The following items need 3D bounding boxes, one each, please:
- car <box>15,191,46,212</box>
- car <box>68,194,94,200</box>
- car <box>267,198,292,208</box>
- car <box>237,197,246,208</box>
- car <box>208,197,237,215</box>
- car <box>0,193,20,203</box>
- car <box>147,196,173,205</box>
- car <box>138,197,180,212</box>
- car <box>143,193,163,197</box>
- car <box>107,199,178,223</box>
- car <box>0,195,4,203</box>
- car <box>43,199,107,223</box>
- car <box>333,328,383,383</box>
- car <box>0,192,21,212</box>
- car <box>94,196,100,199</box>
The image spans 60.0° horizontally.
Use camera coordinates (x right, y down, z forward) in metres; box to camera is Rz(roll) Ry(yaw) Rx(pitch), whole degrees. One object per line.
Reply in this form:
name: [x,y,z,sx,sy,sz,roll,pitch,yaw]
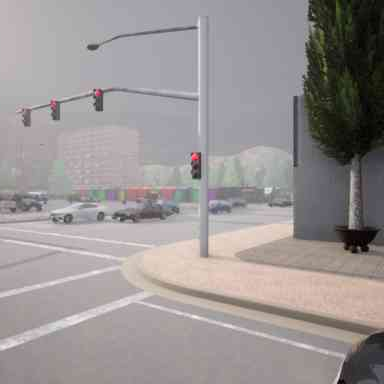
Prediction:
car: [-18.250,1.155,36.495,3.866,1.878,1.905,0,0,35]
car: [-21.292,1.152,62.635,4.605,1.855,1.932,0,0,35]
car: [12.869,1.547,48.553,2.033,1.411,5.357,0,0,37]
car: [5.570,1.487,44.693,2.128,1.511,4.902,0,0,37]
car: [2.491,1.526,34.709,1.812,1.442,4.674,0,0,37]
car: [-36.798,1.152,66.784,4.605,1.855,1.932,0,0,35]
car: [-5.287,1.395,54.909,3.806,1.475,1.970,0,0,35]
car: [-3.039,1.525,33.139,1.812,1.442,4.674,0,0,37]
car: [-6.965,1.155,52.549,3.866,1.878,1.905,0,0,35]
car: [-3.750,1.547,26.310,2.033,1.411,5.357,0,0,36]
car: [-38.304,1.362,64.563,3.905,1.438,1.784,0,0,35]
car: [-8.589,1.525,25.573,1.812,1.442,4.674,0,0,38]
car: [3.319,1.492,1.598,4.902,1.511,2.128,0,0,36]
car: [-19.964,1.153,34.162,4.605,1.855,1.932,0,0,35]
car: [-19.569,1.363,64.964,3.905,1.438,1.784,0,0,35]
